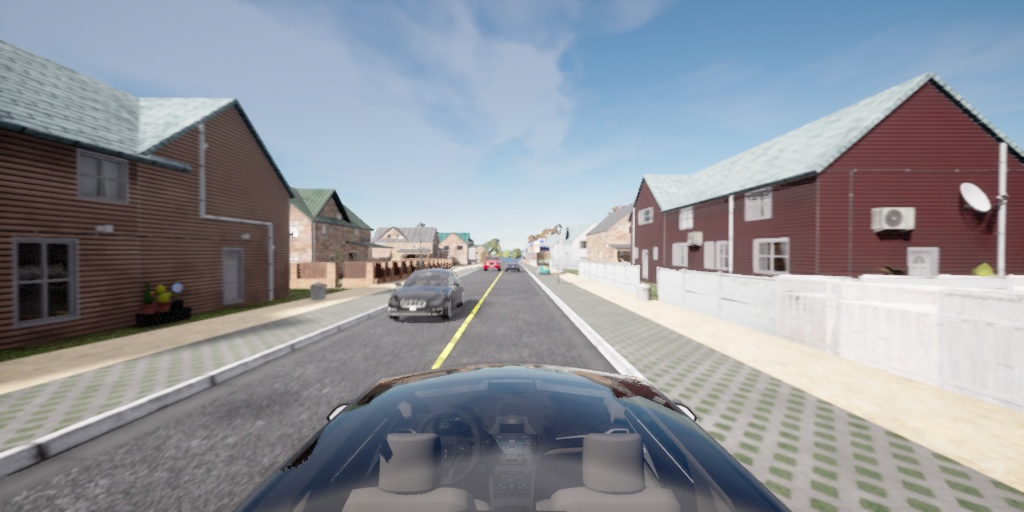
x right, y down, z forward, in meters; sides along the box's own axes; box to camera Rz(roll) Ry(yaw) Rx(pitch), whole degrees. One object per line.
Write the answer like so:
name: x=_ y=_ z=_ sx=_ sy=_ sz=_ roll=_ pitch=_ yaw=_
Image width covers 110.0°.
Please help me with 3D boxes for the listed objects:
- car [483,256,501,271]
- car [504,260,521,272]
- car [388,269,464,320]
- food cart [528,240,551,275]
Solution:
car: x=-2.649 y=0.996 z=49.076 sx=2.150 sy=2.045 sz=5.566 roll=0 pitch=0 yaw=0
car: x=0.112 y=1.319 z=45.940 sx=2.033 sy=1.411 sz=5.357 roll=0 pitch=0 yaw=1
car: x=-2.822 y=1.242 z=12.660 sx=1.837 sy=1.490 sz=4.892 roll=0 pitch=0 yaw=0
food cart: x=3.085 y=0.222 z=36.434 sx=2.280 sy=3.560 sz=4.660 roll=0 pitch=0 yaw=0
